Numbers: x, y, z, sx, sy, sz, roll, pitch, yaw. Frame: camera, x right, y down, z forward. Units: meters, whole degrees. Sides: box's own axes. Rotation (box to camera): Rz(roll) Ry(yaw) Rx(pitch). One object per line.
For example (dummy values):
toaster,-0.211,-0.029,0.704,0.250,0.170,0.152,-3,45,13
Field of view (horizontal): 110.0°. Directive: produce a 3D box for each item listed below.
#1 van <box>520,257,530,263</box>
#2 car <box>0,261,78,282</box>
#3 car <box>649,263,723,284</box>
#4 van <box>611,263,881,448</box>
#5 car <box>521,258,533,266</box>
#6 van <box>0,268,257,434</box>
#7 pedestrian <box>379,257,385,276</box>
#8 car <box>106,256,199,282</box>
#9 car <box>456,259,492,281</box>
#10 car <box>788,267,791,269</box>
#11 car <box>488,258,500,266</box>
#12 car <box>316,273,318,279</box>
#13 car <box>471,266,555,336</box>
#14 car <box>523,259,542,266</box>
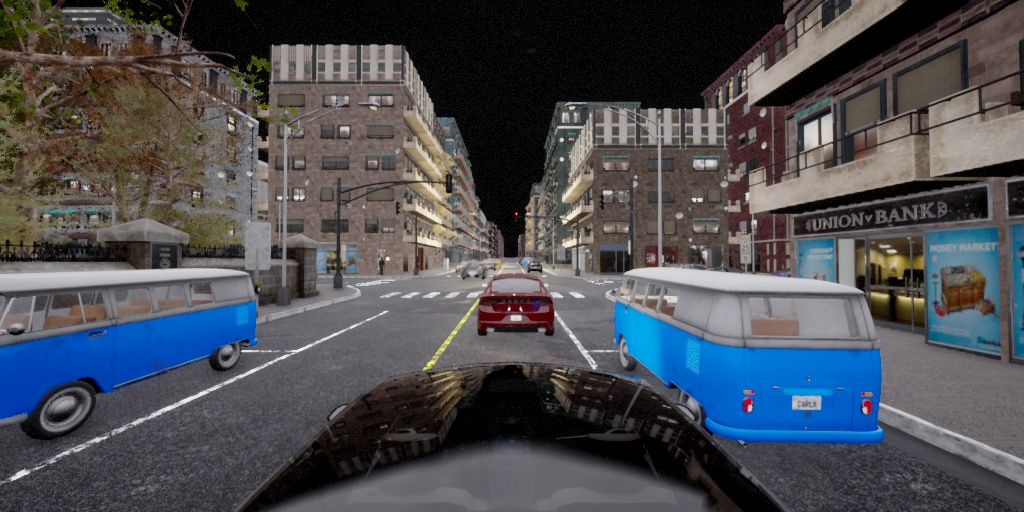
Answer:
van,2.683,1.112,59.968,1.690,1.789,3.998,0,0,0
car,-35.362,1.093,26.015,5.357,1.411,2.033,0,-1,1
car,13.792,1.364,28.638,4.902,1.511,2.128,0,-1,1
van,2.658,1.092,5.094,1.690,1.789,3.998,0,0,0
car,2.684,1.316,48.684,2.007,1.370,4.403,0,0,0
van,-5.657,1.092,5.095,1.690,1.789,3.998,0,0,0
pedestrian,-12.544,0.967,34.481,0.375,1.860,0.375,0,-1,1
car,-25.835,0.949,25.898,4.553,1.767,2.097,0,-1,1
car,-3.104,1.251,30.534,2.128,1.511,4.902,0,0,0
car,23.119,1.451,28.527,4.674,1.442,1.812,0,-1,1
car,-3.106,1.257,47.882,2.128,1.511,4.902,0,0,0
car,-16.608,1.139,25.787,4.902,1.511,2.128,0,-1,1
car,0.096,1.230,10.456,1.882,1.535,5.008,0,0,0
car,2.685,1.329,43.041,1.948,1.339,4.313,0,0,0
